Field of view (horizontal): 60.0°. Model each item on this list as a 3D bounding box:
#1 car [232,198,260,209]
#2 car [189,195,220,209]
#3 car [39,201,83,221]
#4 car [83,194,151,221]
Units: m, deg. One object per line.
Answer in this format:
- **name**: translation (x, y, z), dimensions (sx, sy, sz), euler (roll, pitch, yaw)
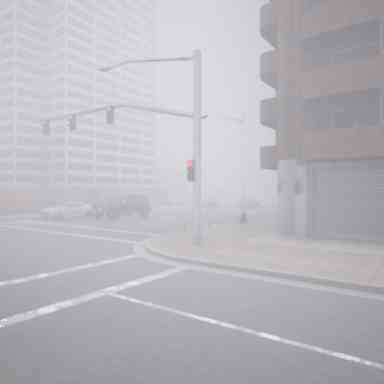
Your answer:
- **car**: translation (7.553, 1.519, 45.955), dimensions (2.033, 1.411, 5.357), euler (0, 0, 36)
- **car**: translation (2.043, 1.492, 44.286), dimensions (1.812, 1.442, 4.674), euler (0, 0, 36)
- **car**: translation (-10.049, 1.493, 27.187), dimensions (1.812, 1.442, 4.674), euler (0, 0, 35)
- **car**: translation (-5.742, 1.192, 27.260), dimensions (2.150, 2.045, 5.566), euler (0, 0, 35)
